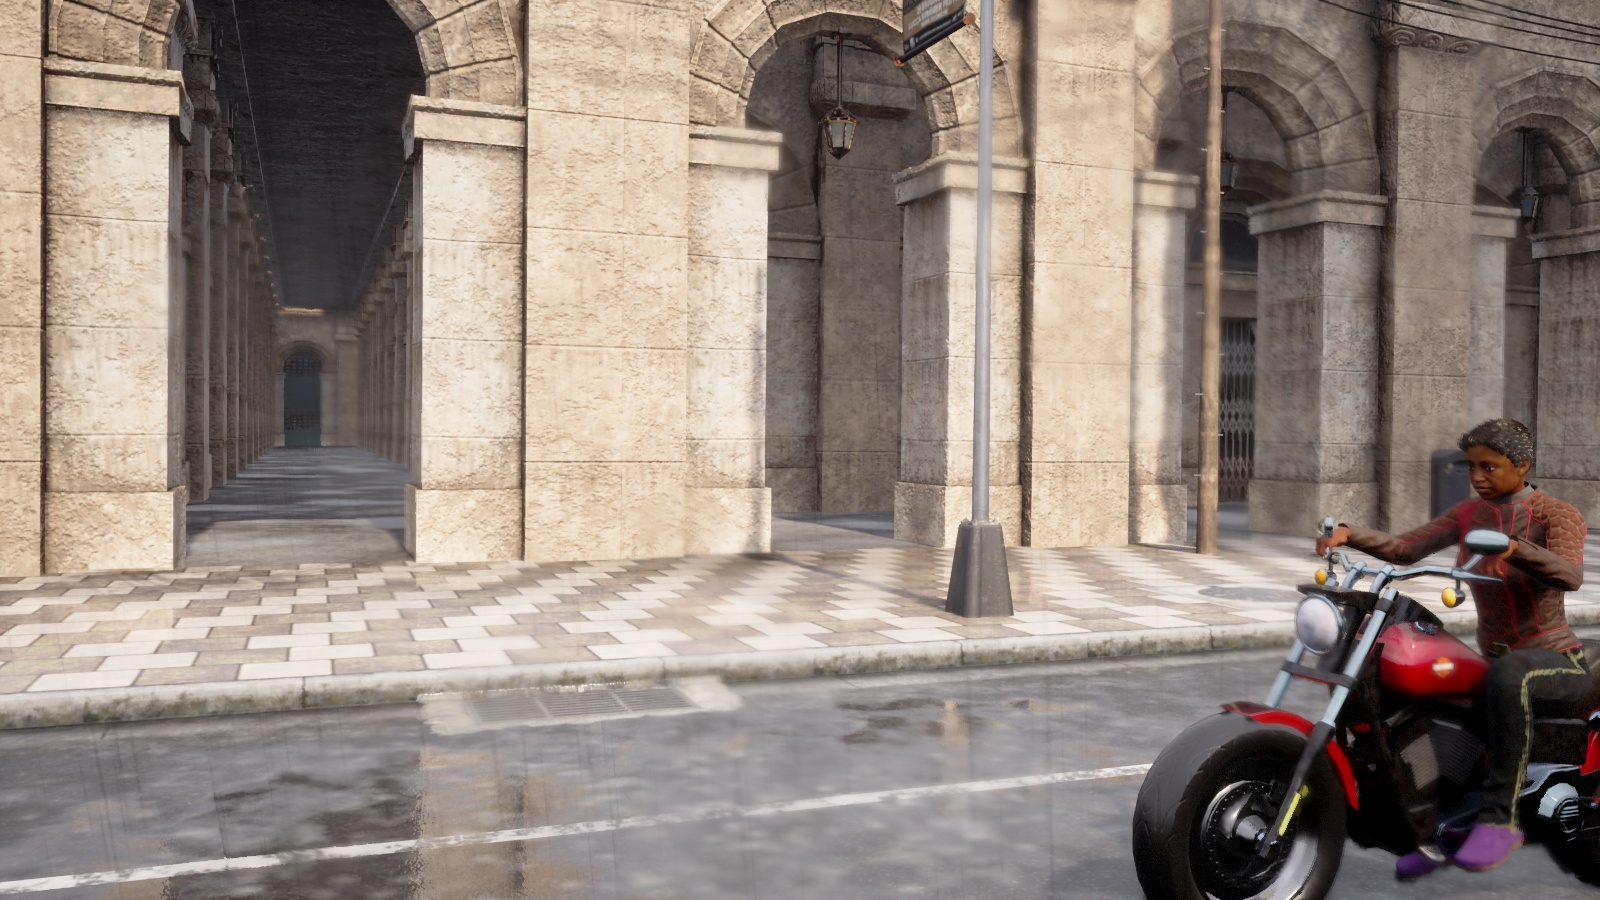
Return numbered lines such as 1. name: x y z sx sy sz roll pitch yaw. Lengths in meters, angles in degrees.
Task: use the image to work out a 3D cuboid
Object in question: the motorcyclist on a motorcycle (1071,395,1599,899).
1. motorcyclist on a motorcycle: 2.107 0.660 4.062 2.350 1.649 0.766 -1 1 -21
